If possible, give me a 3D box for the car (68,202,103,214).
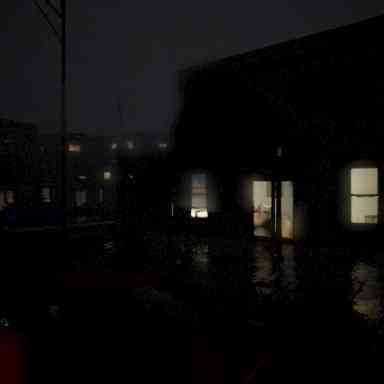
[{"bbox_3d":[-12.949,1.886,40.135,1.752,1.417,4.829,0,0,35],"label":"car"}]

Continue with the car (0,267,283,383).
[{"bbox_3d":[-1.281,1.574,3.785,4.507,1.381,1.887,-1,0,36],"label":"car"}]

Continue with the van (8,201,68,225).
[{"bbox_3d":[-12.358,1.651,26.406,1.690,1.788,3.998,0,0,35],"label":"van"}]
